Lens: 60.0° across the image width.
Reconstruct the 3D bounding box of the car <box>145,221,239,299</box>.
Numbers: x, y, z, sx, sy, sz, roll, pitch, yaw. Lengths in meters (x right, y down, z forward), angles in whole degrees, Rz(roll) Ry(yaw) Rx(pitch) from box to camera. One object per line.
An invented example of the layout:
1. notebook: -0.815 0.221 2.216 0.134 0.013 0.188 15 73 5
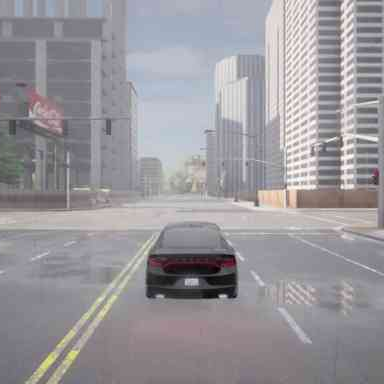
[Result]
1. car: 0.001 1.478 8.499 1.882 1.535 5.008 0 0 0
